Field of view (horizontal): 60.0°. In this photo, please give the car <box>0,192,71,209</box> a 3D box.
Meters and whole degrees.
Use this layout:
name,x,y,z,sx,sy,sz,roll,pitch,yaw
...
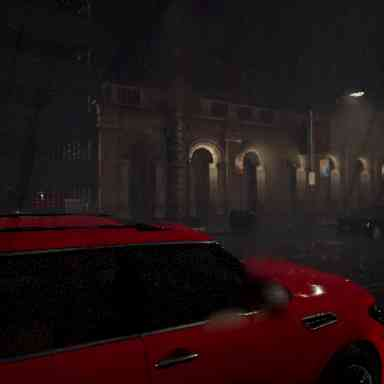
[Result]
name,x,y,z,sx,sy,sz,roll,pitch,yaw
car,-13.096,1.023,28.497,5.566,2.045,2.435,0,0,-30

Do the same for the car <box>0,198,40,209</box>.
name,x,y,z,sx,sy,sz,roll,pitch,yaw
car,-22.931,1.456,44.187,4.718,1.301,1.895,0,0,-30

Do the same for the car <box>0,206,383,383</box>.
name,x,y,z,sx,sy,sz,roll,pitch,yaw
car,-0.690,1.221,2.866,5.566,2.045,2.150,0,0,-30

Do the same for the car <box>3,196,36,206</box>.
name,x,y,z,sx,sy,sz,roll,pitch,yaw
car,-28.282,1.404,54.488,4.786,1.482,2.161,0,0,-30
